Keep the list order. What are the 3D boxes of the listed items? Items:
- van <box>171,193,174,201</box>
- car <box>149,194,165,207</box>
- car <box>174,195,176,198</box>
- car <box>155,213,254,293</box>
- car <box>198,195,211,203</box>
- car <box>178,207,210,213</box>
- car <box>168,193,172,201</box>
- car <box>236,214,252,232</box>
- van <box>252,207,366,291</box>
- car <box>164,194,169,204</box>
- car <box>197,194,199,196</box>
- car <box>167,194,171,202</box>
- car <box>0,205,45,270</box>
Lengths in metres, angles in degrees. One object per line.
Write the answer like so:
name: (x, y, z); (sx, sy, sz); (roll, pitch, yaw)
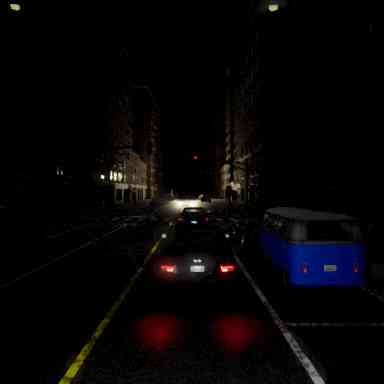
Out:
van: (-5.646, 1.305, 74.180); (1.690, 1.788, 3.998); (0, 0, 0)
car: (-5.653, 1.493, 52.207); (1.752, 1.417, 4.829); (0, 0, 0)
car: (-5.644, 1.516, 79.631); (2.008, 1.369, 4.403); (0, 0, 0)
car: (0.104, 1.546, 8.997); (2.033, 1.411, 5.357); (0, 0, 0)
car: (2.877, 1.404, 68.763); (1.967, 1.590, 4.097); (0, 0, 0)
car: (0.107, 1.557, 19.317); (1.994, 1.385, 4.181); (0, 0, 0)
car: (-5.647, 1.508, 68.730); (1.887, 1.381, 4.507); (0, 0, 0)
car: (2.860, 1.562, 14.386); (1.947, 1.339, 4.313); (0, 0, 0)
van: (2.858, 1.339, 8.726); (1.690, 1.788, 3.998); (0, 0, 0)
car: (-5.651, 1.516, 57.828); (2.008, 1.369, 4.403); (0, 0, 0)
car: (2.881, 1.516, 79.660); (2.008, 1.369, 4.403); (0, 0, 0)
car: (-5.649, 1.509, 63.279); (1.887, 1.381, 4.507); (0, 0, 0)
car: (-5.667, 1.313, 8.688); (2.192, 1.841, 5.009); (0, 0, 0)
